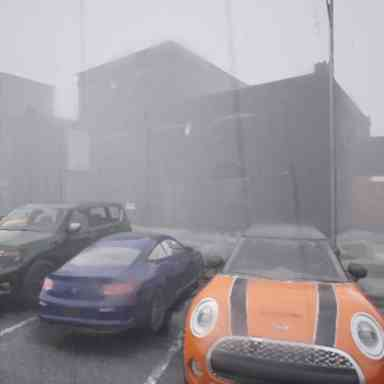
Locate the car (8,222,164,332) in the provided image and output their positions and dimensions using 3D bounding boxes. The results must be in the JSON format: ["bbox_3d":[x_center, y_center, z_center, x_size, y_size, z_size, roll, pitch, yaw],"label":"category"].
[{"bbox_3d":[-1.065,1.547,6.857,2.002,1.452,4.674,0,-1,16],"label":"car"}]

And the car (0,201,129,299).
[{"bbox_3d":[-3.493,1.270,8.584,2.435,2.045,5.566,0,-1,15],"label":"car"}]

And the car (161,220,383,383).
[{"bbox_3d":[1.394,1.369,5.145,2.185,1.767,4.553,0,-1,16],"label":"car"}]
